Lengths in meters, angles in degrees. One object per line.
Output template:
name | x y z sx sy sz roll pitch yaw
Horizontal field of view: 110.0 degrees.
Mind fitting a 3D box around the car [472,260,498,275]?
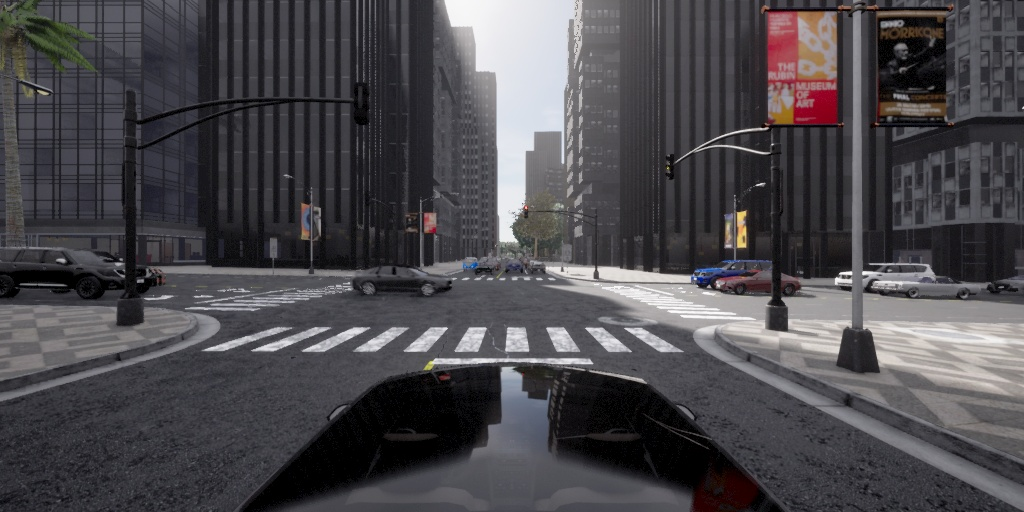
car | -2.896 1.358 38.986 1.895 1.301 4.718 0 0 1

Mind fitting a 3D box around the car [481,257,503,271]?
car | -2.789 1.113 49.270 2.097 1.767 4.553 0 0 1

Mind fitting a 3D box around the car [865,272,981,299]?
car | 24.824 1.841 21.660 4.718 1.301 1.895 1 0 0

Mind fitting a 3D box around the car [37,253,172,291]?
car | -20.719 0.759 18.396 4.553 1.767 2.097 1 0 0

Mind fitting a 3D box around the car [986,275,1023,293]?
car | 35.928 2.022 24.853 4.181 1.385 1.994 1 0 0

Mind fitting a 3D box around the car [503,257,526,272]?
car | 0.317 1.111 45.264 2.097 1.767 4.553 0 0 1

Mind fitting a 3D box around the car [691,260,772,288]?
car | 15.530 1.294 24.943 5.566 2.045 2.150 1 0 0

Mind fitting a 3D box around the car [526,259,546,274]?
car | 2.988 1.308 41.771 2.007 1.370 4.403 0 0 1

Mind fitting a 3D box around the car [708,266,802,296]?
car | 14.844 1.579 21.701 4.674 1.442 1.812 1 0 0

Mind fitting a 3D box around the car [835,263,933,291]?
car | 25.887 1.488 24.904 5.566 2.045 2.150 1 0 0

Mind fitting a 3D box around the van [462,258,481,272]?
van | -5.482 1.101 47.366 1.690 1.789 3.998 0 0 1

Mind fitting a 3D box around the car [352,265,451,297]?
car | -5.563 1.222 18.321 4.892 1.490 1.837 0 1 0

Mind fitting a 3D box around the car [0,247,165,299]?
car | -18.494 0.661 15.107 5.566 2.045 2.150 1 0 -2
